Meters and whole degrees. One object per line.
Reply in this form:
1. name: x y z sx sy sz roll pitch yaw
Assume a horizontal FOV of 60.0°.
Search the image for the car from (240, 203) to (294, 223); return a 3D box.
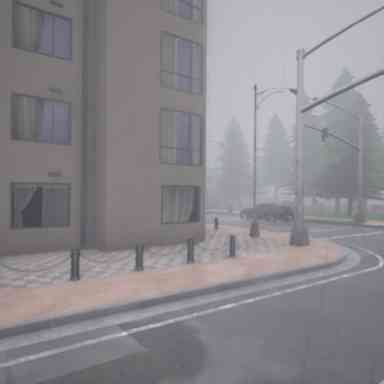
1. car: 6.023 1.639 27.198 1.837 1.490 4.892 1 0 -35
